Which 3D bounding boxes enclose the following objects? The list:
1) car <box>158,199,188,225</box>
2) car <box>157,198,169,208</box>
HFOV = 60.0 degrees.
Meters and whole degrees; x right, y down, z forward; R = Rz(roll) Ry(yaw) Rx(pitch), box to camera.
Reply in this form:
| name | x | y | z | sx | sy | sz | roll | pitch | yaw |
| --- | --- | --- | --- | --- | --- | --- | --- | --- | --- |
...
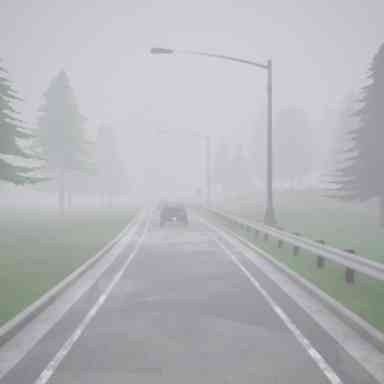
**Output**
| name | x | y | z | sx | sy | sz | roll | pitch | yaw |
| --- | --- | --- | --- | --- | --- | --- | --- | --- | --- |
| car | -1.364 | 1.500 | 24.102 | 1.837 | 1.490 | 4.892 | 0 | 0 | -5 |
| car | -3.473 | 1.519 | 43.002 | 1.812 | 1.442 | 4.674 | 0 | 0 | -7 |
